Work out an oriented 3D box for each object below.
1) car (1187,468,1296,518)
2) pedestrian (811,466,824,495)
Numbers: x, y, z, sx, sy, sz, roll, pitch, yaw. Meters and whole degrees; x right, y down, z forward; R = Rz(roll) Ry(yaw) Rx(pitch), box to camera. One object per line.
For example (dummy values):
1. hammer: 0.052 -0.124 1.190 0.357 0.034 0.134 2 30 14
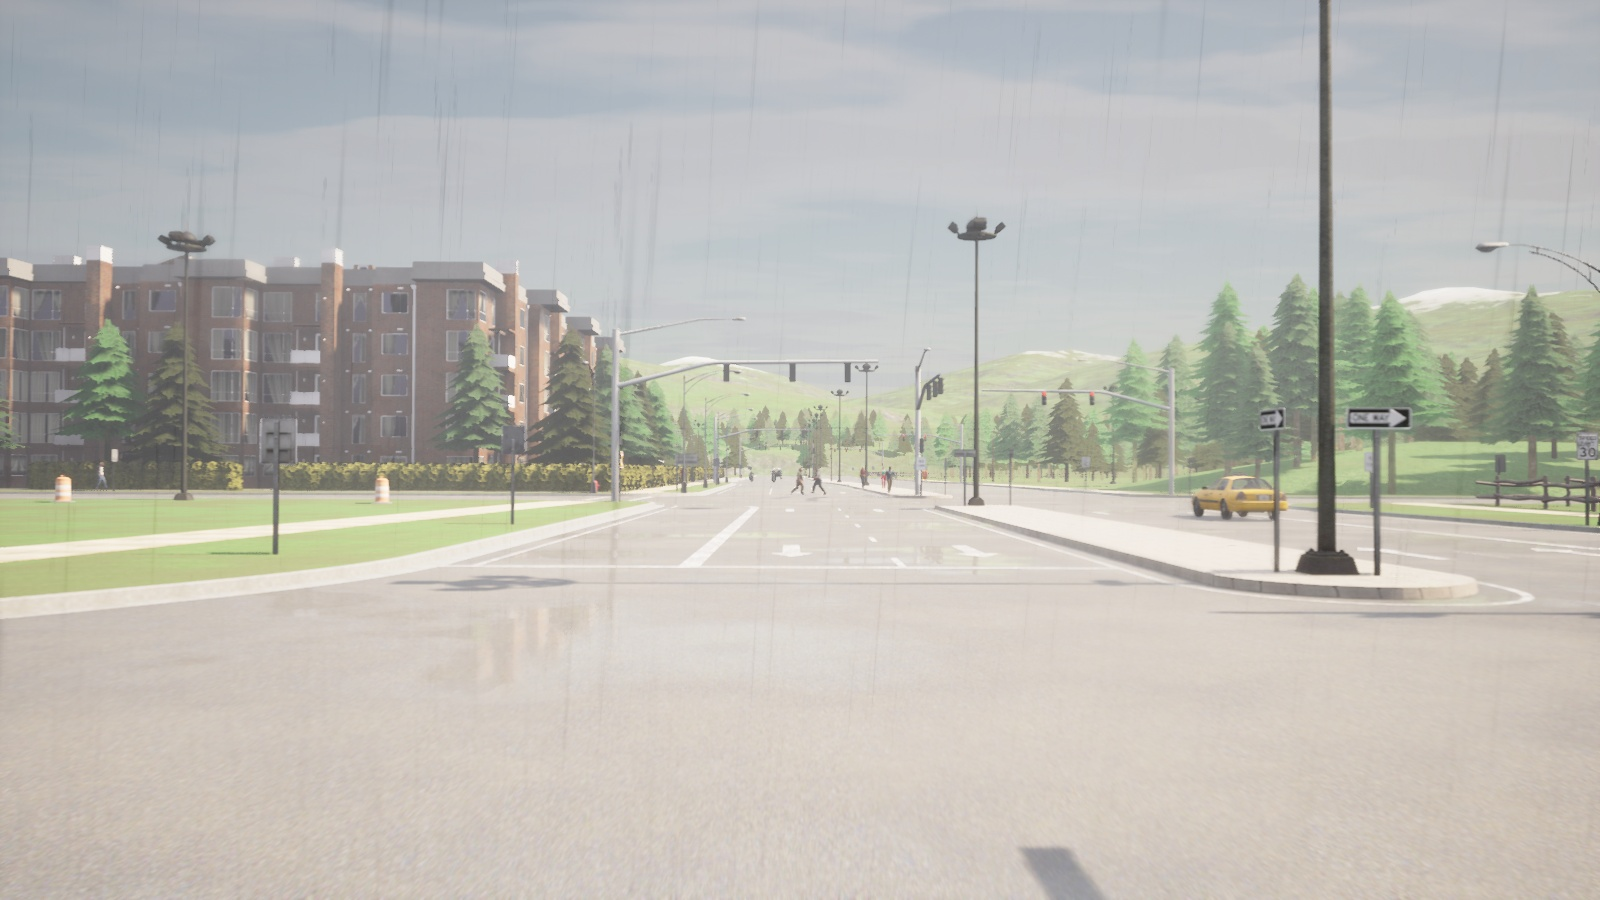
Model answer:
1. car: 14.895 1.409 42.692 1.801 1.575 5.366 0 -1 0
2. pedestrian: 1.116 1.944 80.317 0.694 1.848 0.540 0 -1 -8
